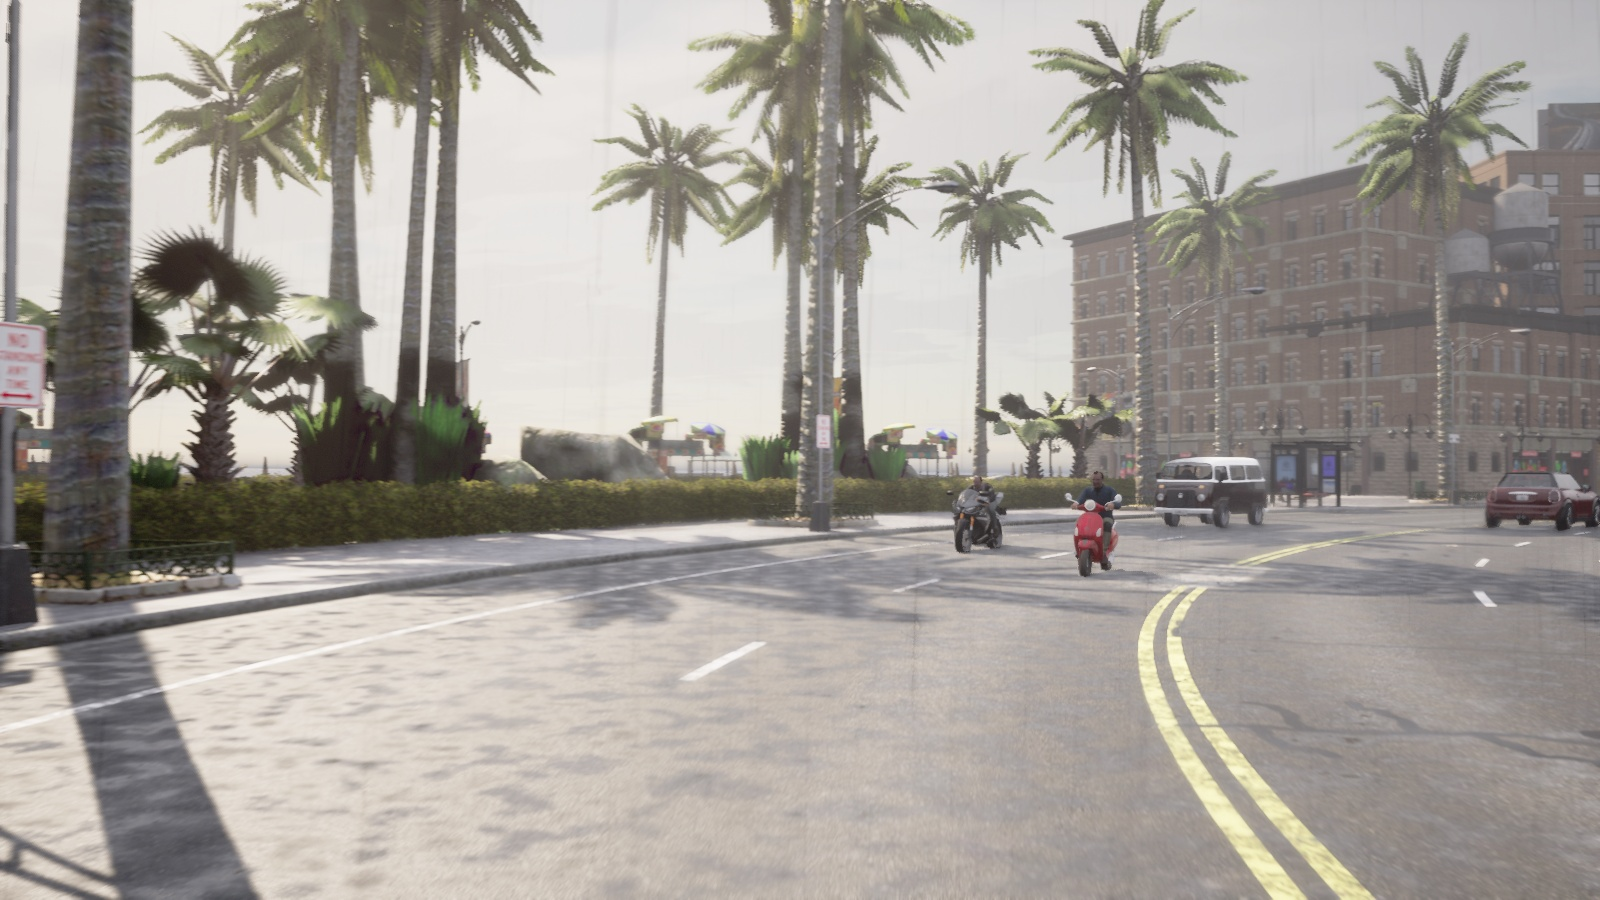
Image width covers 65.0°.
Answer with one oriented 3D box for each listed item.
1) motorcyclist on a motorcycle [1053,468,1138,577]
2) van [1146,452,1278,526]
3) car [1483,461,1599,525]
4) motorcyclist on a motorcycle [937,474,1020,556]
[{"bbox_3d":[4.574,1.078,19.330,0.866,1.590,1.817,0,-1,27],"label":"motorcyclist on a motorcycle"},{"bbox_3d":[12.163,1.119,36.905,2.069,2.038,4.480,-1,-1,42],"label":"van"},{"bbox_3d":[22.153,1.229,37.203,4.553,1.767,2.097,1,-1,-44],"label":"car"},{"bbox_3d":[3.567,1.256,24.920,0.866,1.530,2.191,-1,-1,30],"label":"motorcyclist on a motorcycle"}]
